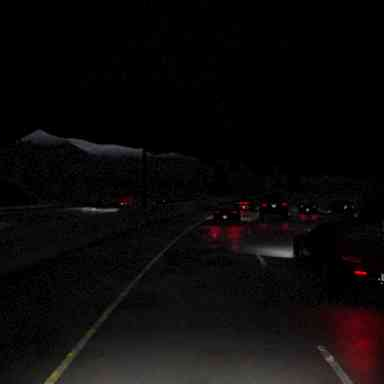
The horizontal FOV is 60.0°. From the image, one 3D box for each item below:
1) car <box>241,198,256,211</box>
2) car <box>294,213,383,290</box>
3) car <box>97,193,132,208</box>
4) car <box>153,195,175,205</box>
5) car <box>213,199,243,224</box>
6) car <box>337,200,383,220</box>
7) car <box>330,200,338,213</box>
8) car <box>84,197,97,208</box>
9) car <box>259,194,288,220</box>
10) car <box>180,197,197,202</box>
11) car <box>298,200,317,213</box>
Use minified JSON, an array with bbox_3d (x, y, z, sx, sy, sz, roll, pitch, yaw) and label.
[{"bbox_3d":[6.777,1.469,41.183,1.837,1.490,4.892,0,0,17],"label":"car"},{"bbox_3d":[4.069,1.522,8.882,1.812,1.442,4.674,0,0,4],"label":"car"},{"bbox_3d":[-10.306,1.151,45.875,2.150,2.045,5.566,0,0,17],"label":"car"},{"bbox_3d":[-4.339,1.285,52.475,2.097,1.767,4.553,0,0,21],"label":"car"},{"bbox_3d":[2.628,1.501,24.672,1.812,1.442,4.674,0,0,10],"label":"car"},{"bbox_3d":[8.093,1.349,14.066,2.097,1.767,4.553,0,0,6],"label":"car"},{"bbox_3d":[15.859,1.533,35.176,2.033,1.411,5.357,0,0,16],"label":"car"},{"bbox_3d":[-13.435,1.449,47.496,1.812,1.442,4.674,0,0,18],"label":"car"},{"bbox_3d":[6.947,1.200,28.495,2.150,2.045,5.566,0,0,12],"label":"car"},{"bbox_3d":[-0.384,1.502,53.090,1.994,1.385,4.181,0,0,21],"label":"car"},{"bbox_3d":[12.797,1.579,37.094,1.895,1.301,4.718,0,0,16],"label":"car"}]
